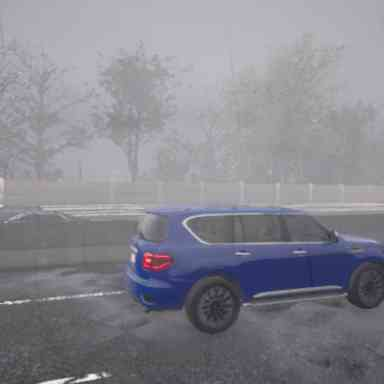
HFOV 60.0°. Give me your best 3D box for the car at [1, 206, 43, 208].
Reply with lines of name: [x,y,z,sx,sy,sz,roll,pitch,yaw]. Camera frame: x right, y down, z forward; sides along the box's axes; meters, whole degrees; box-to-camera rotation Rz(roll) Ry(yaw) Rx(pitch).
car: [-9.690,1.692,17.911,5.357,1.411,2.033,0,0,-20]

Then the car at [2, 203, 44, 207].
car: [-11.387,1.522,21.017,4.553,1.767,2.097,0,0,-20]

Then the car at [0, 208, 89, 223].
car: [-7.141,1.628,15.109,4.892,1.490,1.837,0,-1,-20]

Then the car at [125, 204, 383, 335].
car: [1.463,1.282,6.845,5.566,2.045,2.150,0,-1,-20]
